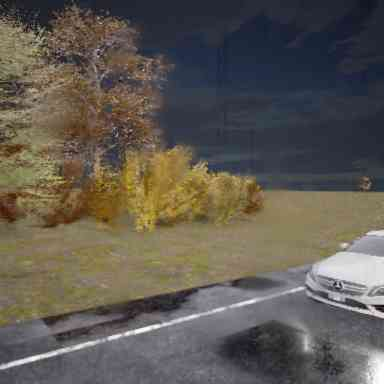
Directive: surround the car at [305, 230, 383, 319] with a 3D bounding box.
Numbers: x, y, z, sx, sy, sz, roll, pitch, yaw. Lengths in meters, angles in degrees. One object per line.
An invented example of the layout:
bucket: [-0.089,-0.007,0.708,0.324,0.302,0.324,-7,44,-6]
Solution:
car: [4.415,1.567,7.141,4.674,1.442,1.812,0,0,-35]
